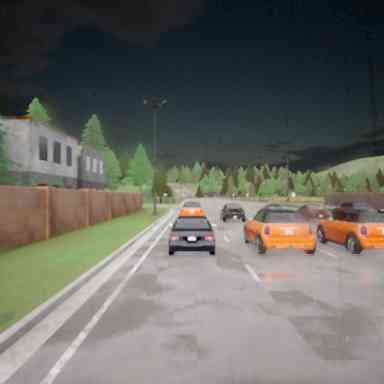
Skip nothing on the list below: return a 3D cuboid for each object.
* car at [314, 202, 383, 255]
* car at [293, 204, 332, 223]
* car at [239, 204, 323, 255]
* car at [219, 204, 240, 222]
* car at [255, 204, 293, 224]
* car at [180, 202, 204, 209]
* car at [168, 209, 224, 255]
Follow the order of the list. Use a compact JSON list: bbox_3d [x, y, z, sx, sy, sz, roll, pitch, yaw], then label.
[{"bbox_3d":[7.001,1.485,14.094,2.097,1.767,4.553,0,-1,0],"label":"car"},{"bbox_3d":[10.501,1.807,29.391,1.812,1.442,4.674,0,0,0],"label":"car"},{"bbox_3d":[3.501,1.486,14.095,2.097,1.767,4.553,0,-1,0],"label":"car"},{"bbox_3d":[3.501,1.788,29.309,1.837,1.490,4.892,0,0,0],"label":"car"},{"bbox_3d":[6.998,1.825,28.999,2.033,1.411,5.357,0,-1,0],"label":"car"},{"bbox_3d":[-0.001,1.629,29.097,2.097,1.767,4.553,0,-1,0],"label":"car"},{"bbox_3d":[-0.001,1.682,13.999,2.033,1.411,5.357,0,-1,0],"label":"car"}]
